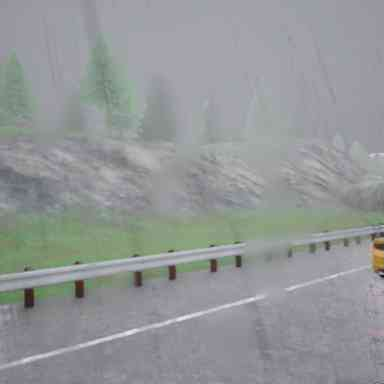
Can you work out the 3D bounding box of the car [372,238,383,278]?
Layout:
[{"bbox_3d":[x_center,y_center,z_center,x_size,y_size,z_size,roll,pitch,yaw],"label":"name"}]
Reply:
[{"bbox_3d":[6.700,1.480,8.874,5.008,1.535,1.882,0,0,-38],"label":"car"}]
